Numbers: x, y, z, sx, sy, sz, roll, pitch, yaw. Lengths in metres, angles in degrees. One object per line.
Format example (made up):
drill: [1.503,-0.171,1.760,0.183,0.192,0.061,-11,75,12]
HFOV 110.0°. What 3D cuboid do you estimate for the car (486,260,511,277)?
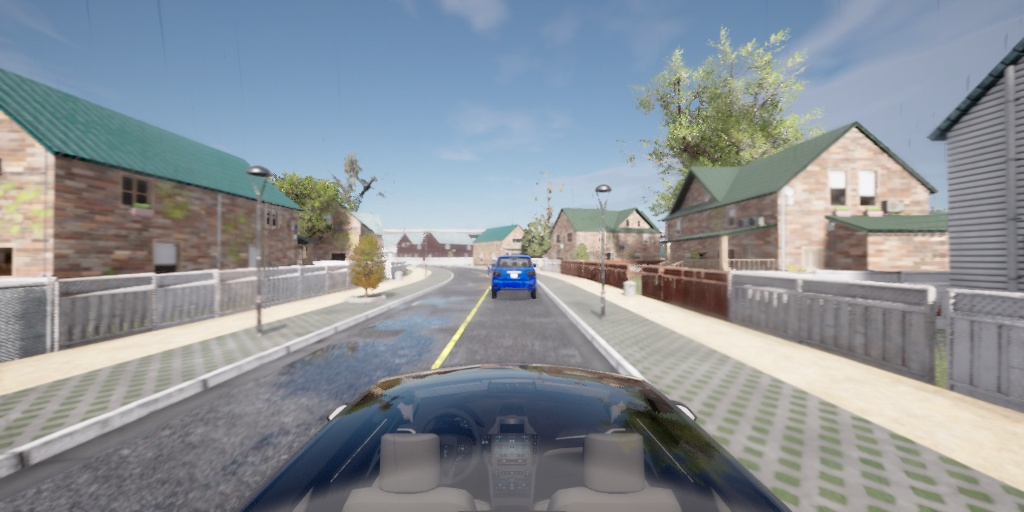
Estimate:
car: [-1.471,1.208,37.111,1.882,1.535,5.008,0,0,-11]

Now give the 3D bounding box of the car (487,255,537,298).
car: [0.109,0.965,18.555,2.150,2.045,5.566,0,0,0]
